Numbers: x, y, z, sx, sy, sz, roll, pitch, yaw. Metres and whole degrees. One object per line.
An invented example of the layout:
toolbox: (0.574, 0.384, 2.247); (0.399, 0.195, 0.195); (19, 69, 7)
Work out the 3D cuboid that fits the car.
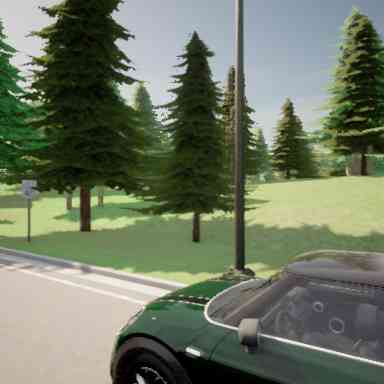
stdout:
car: (1.357, 1.351, 3.024); (4.553, 1.767, 2.097); (0, 0, 36)
